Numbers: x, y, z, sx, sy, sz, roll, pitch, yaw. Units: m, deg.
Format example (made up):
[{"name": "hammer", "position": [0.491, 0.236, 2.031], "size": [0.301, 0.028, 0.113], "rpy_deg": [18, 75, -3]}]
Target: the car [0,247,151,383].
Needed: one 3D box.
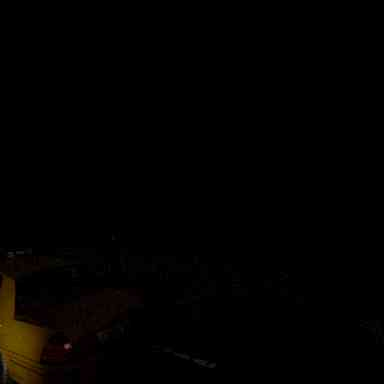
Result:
[{"name": "car", "position": [-2.741, 1.524, 5.040], "size": [4.829, 1.417, 1.752], "rpy_deg": [0, 1, 35]}]

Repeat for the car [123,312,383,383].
[{"name": "car", "position": [1.948, 1.551, 1.702], "size": [4.403, 1.369, 2.008], "rpy_deg": [0, 1, 35]}]
